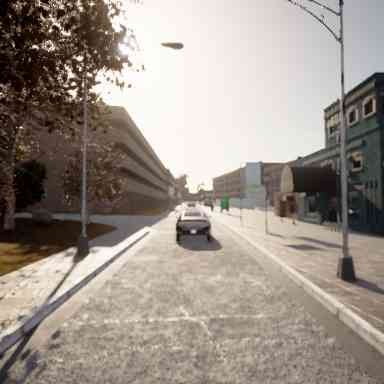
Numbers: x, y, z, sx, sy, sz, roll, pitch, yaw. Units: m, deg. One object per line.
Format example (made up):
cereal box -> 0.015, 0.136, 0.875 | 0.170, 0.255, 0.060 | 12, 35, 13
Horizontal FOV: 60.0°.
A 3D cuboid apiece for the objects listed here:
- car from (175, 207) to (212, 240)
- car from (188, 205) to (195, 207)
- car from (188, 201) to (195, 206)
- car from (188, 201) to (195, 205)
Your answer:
car -> 0.076, 1.790, 18.749 | 2.128, 1.511, 4.902 | 0, -2, 0
car -> 0.052, 2.424, 36.694 | 1.812, 1.442, 4.674 | 0, -2, 0
car -> -0.122, 3.340, 94.924 | 1.895, 1.301, 4.718 | 0, -2, 0
car -> -0.109, 3.277, 84.879 | 1.994, 1.385, 4.181 | 0, -1, 0
